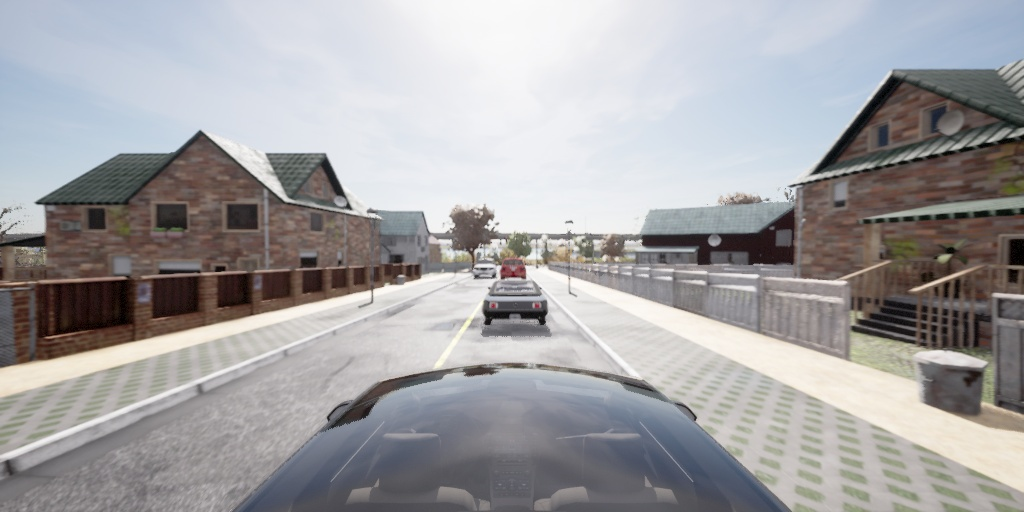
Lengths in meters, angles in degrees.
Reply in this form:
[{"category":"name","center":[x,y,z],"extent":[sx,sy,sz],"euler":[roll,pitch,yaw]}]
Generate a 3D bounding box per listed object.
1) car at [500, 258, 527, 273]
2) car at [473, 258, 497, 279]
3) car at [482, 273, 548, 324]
[{"category":"car","center":[0.110,1.213,31.359],"extent":[2.150,2.045,5.566],"euler":[0,-1,0]},{"category":"car","center":[-2.771,1.275,38.108],"extent":[2.150,2.045,5.566],"euler":[0,-1,0]},{"category":"car","center":[0.098,1.435,12.262],"extent":[1.895,1.301,4.718],"euler":[0,0,0]}]
